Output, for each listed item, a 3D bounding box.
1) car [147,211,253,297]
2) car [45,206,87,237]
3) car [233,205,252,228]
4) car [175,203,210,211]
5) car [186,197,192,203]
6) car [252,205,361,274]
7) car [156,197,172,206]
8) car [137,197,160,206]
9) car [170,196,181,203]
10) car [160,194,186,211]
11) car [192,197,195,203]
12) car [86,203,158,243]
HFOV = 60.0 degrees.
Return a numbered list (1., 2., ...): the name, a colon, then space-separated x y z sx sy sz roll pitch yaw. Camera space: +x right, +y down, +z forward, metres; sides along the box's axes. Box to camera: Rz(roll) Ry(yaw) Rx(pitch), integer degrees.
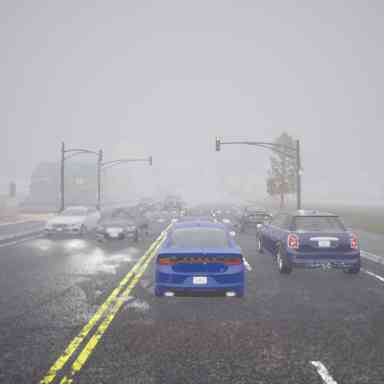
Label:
1. car: 0.167 1.483 8.628 1.882 1.535 5.008 0 0 0
2. car: -6.375 1.543 18.464 1.812 1.442 4.674 0 0 1
3. car: 3.612 1.520 19.873 1.837 1.490 4.892 0 0 1
4. car: 0.322 1.563 18.441 2.033 1.411 5.357 0 0 1
5. car: -1.472 1.695 56.991 1.895 1.301 4.718 0 0 4
6. car: 3.448 1.358 10.722 2.097 1.767 4.553 0 0 1
7. car: -4.735 1.645 56.907 2.033 1.411 5.357 0 0 4
8. car: -5.603 1.412 41.102 2.097 1.767 4.553 0 0 3
9. car: -3.554 1.648 72.343 1.837 1.490 4.892 0 0 4
10. car: -2.332 1.279 41.581 2.150 2.045 5.566 0 0 3
11. car: -0.303 1.738 72.200 1.895 1.301 4.718 0 0 4
12. car: -3.169 1.505 16.171 2.128 1.511 4.902 0 0 1
